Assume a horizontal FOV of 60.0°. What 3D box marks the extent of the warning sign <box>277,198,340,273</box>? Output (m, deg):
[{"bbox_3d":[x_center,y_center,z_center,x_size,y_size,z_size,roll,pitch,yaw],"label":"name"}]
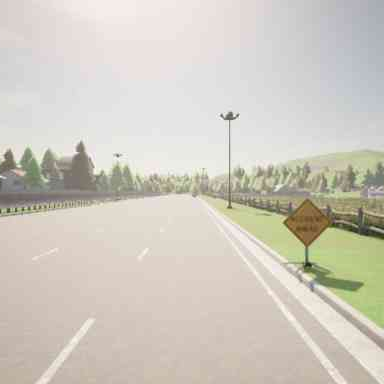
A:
[{"bbox_3d":[3.050,1.099,8.834,1.300,1.860,1.060,0,0,0],"label":"warning sign"}]
